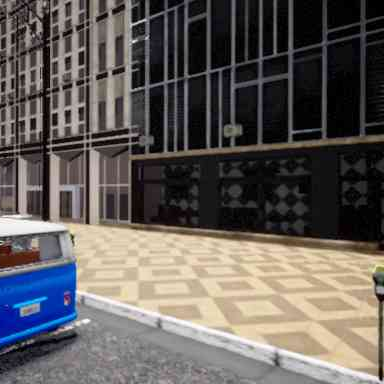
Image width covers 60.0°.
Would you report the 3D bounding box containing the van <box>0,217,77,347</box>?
[{"bbox_3d":[-3.636,1.302,5.469,3.998,1.788,1.690,0,0,35],"label":"van"}]
